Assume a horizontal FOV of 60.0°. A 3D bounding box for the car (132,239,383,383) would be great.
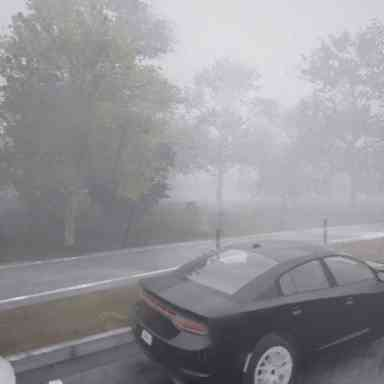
[{"bbox_3d":[1.603,1.482,5.064,5.008,1.535,2.097,0,1,-31],"label":"car"}]
